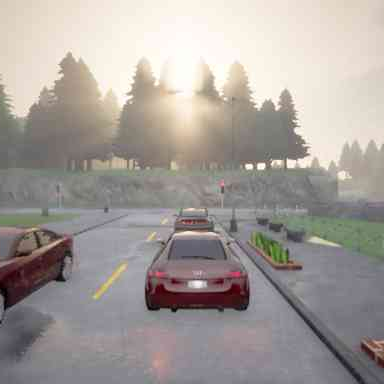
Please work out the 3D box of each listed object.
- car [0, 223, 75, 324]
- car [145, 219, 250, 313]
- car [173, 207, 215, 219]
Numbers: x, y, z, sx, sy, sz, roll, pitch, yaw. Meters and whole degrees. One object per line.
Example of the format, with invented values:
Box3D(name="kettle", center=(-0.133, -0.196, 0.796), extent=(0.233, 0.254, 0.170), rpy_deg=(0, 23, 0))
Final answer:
Box3D(name="car", center=(-4.099, 1.487, 6.974), extent=(1.882, 1.535, 5.008), rpy_deg=(0, 0, 0))
Box3D(name="car", center=(0.097, 1.575, 7.777), extent=(1.994, 1.385, 4.181), rpy_deg=(0, 0, 0))
Box3D(name="car", center=(0.093, 1.527, 16.689), extent=(1.837, 1.490, 4.892), rpy_deg=(0, 0, 0))
